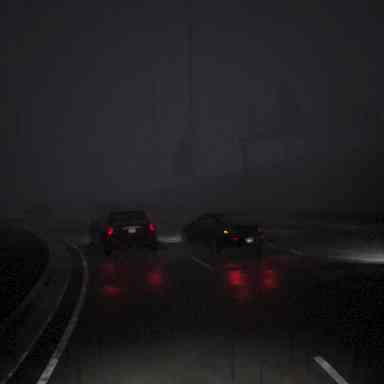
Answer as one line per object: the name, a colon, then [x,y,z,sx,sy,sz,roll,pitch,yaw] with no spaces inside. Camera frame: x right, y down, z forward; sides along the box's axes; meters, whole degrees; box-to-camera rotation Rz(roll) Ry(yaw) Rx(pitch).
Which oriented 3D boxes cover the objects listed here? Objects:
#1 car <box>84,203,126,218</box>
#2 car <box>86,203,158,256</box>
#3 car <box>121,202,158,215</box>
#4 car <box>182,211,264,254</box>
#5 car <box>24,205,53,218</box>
car: [-9.627,1.971,36.611,2.033,1.411,5.357,-2,0,-44]
car: [-3.109,1.491,14.261,2.097,1.767,4.553,-3,0,-25]
car: [-6.034,1.883,37.707,1.895,1.301,4.718,-2,0,-42]
car: [1.088,1.498,13.431,1.812,1.442,4.674,-1,0,-22]
car: [-18.651,2.277,40.363,4.902,1.511,2.128,-2,0,42]
